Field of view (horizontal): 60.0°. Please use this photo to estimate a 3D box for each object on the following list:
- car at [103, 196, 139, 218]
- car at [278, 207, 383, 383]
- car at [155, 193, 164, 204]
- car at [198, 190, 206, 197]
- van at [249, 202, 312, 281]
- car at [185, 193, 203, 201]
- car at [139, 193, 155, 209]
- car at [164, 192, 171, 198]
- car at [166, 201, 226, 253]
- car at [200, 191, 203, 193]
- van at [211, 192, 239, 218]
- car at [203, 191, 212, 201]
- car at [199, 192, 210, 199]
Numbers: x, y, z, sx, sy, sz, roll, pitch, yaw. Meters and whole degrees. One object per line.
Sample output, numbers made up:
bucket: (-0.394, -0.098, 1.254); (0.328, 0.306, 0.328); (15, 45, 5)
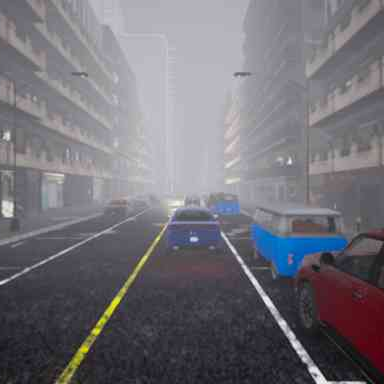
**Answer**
car: (-5.699, 1.228, 26.199); (1.887, 1.381, 4.507); (0, 1, 0)
car: (2.691, 1.271, 3.474); (2.192, 1.841, 5.009); (0, 1, 0)
car: (-5.708, 0.855, 48.925); (1.967, 1.590, 4.097); (0, 1, 0)
car: (2.657, 0.398, 88.705); (1.967, 1.590, 4.097); (0, 1, 0)
van: (2.689, 1.229, 9.156); (1.690, 1.788, 3.998); (0, 1, 0)
car: (0.083, 1.101, 41.703); (1.895, 1.301, 4.718); (0, 1, 0)
car: (-5.704, 1.099, 37.563); (2.008, 1.369, 4.403); (0, 1, 0)
car: (-5.719, 0.638, 77.338); (2.008, 1.369, 4.403); (0, 1, 0)
car: (0.040, 1.319, 13.020); (1.882, 1.535, 5.008); (0, 1, 0)
car: (2.666, 0.768, 65.979); (2.008, 1.369, 4.403); (0, 1, 0)
van: (2.682, 1.025, 26.202); (1.690, 1.788, 3.998); (0, 1, 0)
car: (2.677, 0.864, 37.566); (2.192, 1.841, 5.009); (0, 1, 0)
car: (2.664, 0.703, 71.661); (2.008, 1.369, 4.403); (0, 1, 0)
